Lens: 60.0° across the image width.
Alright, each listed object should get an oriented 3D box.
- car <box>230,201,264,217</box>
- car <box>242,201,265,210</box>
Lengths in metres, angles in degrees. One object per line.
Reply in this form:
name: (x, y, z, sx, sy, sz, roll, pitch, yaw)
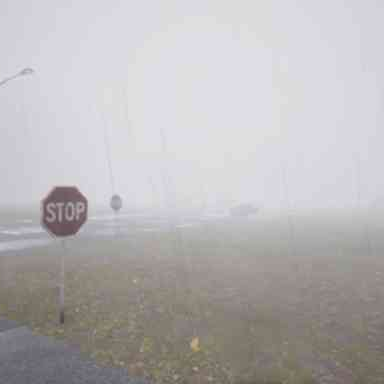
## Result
car: (6.051, 2.009, 37.691, 1.994, 1.385, 4.181, 1, 0, 36)
car: (10.301, 2.161, 55.562, 1.895, 1.301, 4.718, 1, 0, 36)
